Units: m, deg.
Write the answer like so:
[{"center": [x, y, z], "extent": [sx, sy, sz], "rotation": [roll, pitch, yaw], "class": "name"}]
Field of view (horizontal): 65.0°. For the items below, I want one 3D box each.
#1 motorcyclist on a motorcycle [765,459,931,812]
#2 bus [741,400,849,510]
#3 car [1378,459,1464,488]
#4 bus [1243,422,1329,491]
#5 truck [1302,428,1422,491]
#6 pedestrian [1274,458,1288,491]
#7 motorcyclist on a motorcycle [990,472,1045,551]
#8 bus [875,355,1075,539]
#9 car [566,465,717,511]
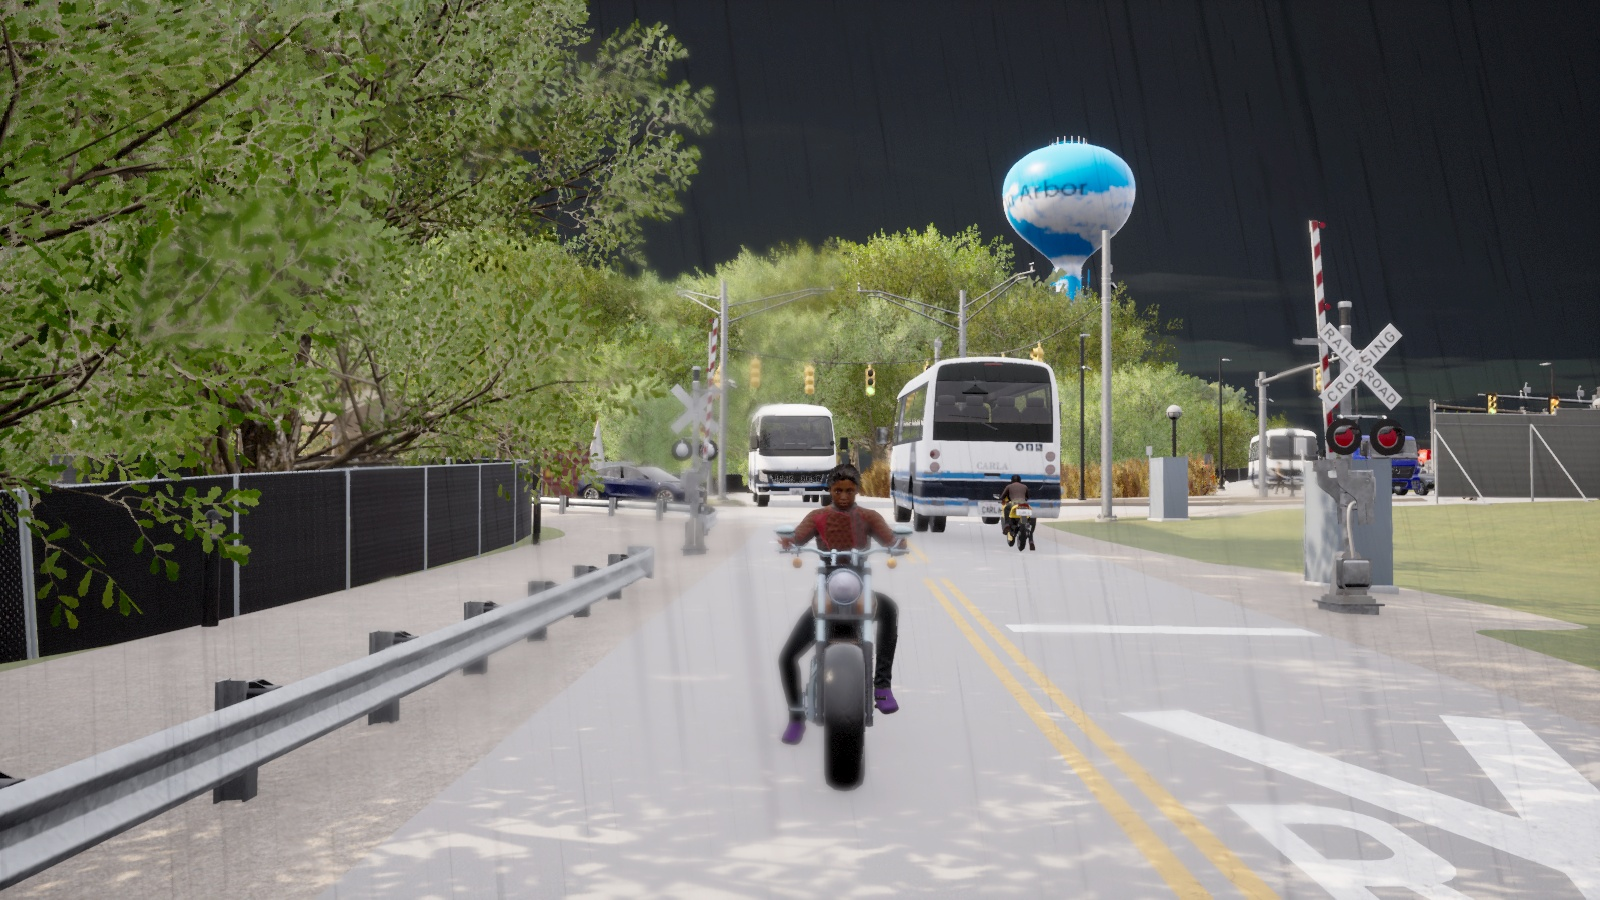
[{"center": [0.256, 0.884, 7.056], "extent": [0.766, 1.649, 2.350], "rotation": [0, -1, 2], "class": "motorcyclist on a motorcycle"}, {"center": [-0.417, 0.234, 54.423], "extent": [3.944, 4.253, 10.273], "rotation": [0, 0, -4], "class": "bus"}, {"center": [36.107, 1.367, 73.140], "extent": [2.152, 1.651, 5.027], "rotation": [0, -1, -5], "class": "car"}, {"center": [33.068, 0.569, 85.929], "extent": [3.944, 4.253, 10.273], "rotation": [0, -3, 12], "class": "bus"}, {"center": [32.456, 0.593, 72.943], "extent": [2.891, 3.462, 7.936], "rotation": [0, -1, -5], "class": "truck"}, {"center": [26.879, 1.356, 70.191], "extent": [0.345, 1.836, 0.594], "rotation": [1, -3, -29], "class": "pedestrian"}, {"center": [4.383, 1.217, 25.429], "extent": [0.797, 1.523, 2.044], "rotation": [0, -1, 1], "class": "motorcyclist on a motorcycle"}, {"center": [4.388, -0.010, 34.388], "extent": [3.944, 4.253, 10.273], "rotation": [1, -1, 0], "class": "bus"}, {"center": [-5.462, 1.300, 43.211], "extent": [4.792, 1.488, 2.163], "rotation": [0, -1, 28], "class": "car"}]
